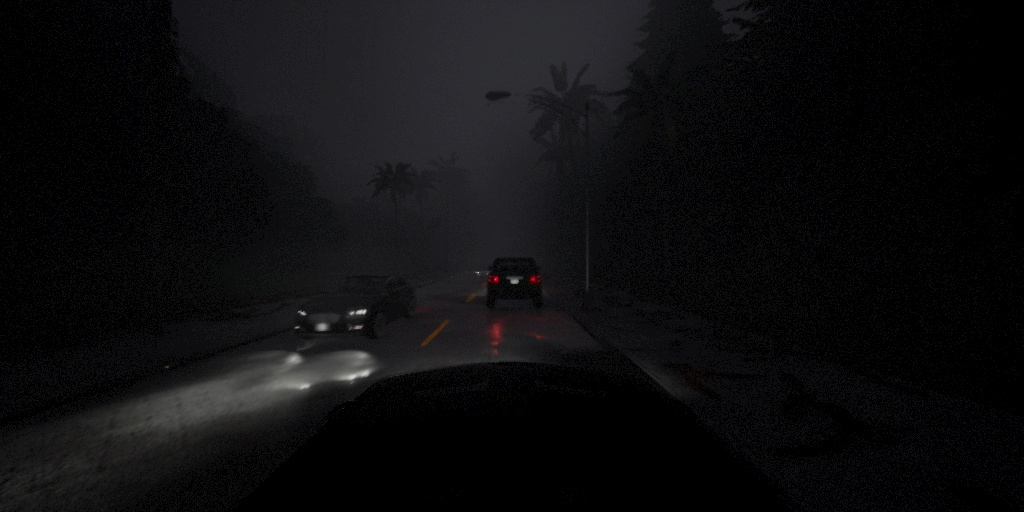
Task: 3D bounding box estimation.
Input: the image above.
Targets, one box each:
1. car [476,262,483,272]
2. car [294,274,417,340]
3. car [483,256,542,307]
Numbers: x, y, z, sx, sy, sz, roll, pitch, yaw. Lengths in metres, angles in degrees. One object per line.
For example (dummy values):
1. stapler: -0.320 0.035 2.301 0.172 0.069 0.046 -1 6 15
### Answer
1. car: -4.107 1.528 52.575 2.033 1.411 5.357 0 0 1
2. car: -4.102 1.280 10.203 2.128 1.511 4.902 0 0 0
3. car: 0.097 1.037 15.948 2.150 2.045 5.566 0 0 0
